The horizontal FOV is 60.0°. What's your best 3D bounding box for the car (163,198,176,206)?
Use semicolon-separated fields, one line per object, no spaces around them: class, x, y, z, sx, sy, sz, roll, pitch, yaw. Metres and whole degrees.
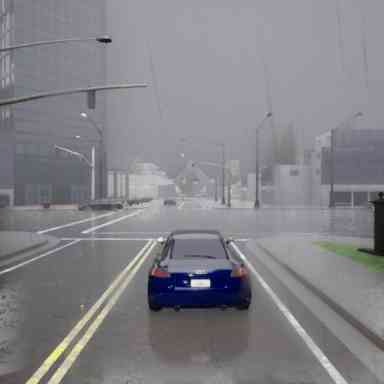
car;-3.569;1.590;53.908;1.895;1.301;4.718;0;0;0

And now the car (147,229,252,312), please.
car;0.089;1.562;7.814;1.994;1.385;4.181;0;0;-2

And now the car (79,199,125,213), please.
car;-9.952;1.530;36.824;4.902;1.511;2.128;0;1;-8

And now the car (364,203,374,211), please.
car;21.742;1.466;37.221;4.674;1.442;1.812;0;0;0
